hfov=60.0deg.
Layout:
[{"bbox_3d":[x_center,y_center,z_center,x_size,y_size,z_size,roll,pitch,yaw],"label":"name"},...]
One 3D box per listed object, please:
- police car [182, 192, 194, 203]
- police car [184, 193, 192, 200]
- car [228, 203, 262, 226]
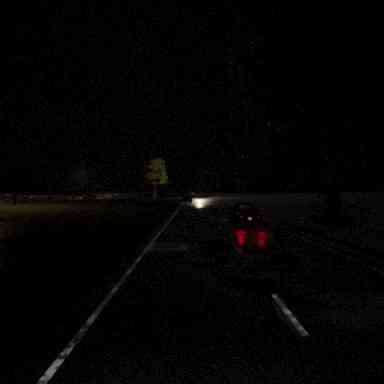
[{"bbox_3d":[-1.014,1.246,64.230,1.930,1.638,5.238,0,0,0],"label":"police car"},{"bbox_3d":[-1.006,1.123,80.230,1.930,1.638,5.238,0,0,0],"label":"police car"},{"bbox_3d":[3.628,1.472,23.058,1.812,1.442,4.674,0,0,0],"label":"car"}]
